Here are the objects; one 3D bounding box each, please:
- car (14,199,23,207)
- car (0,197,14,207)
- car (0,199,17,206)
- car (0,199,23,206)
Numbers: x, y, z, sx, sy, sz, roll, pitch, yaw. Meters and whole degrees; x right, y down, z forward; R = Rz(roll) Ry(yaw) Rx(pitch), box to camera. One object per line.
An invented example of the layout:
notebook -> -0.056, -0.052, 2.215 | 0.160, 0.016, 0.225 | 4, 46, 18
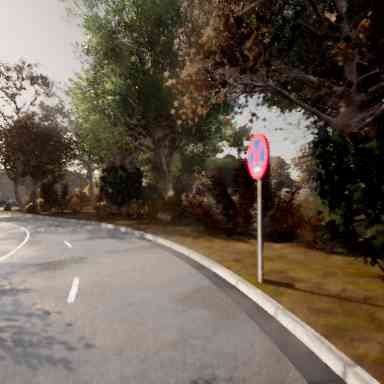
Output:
car -> -31.317, 2.192, 62.817 | 1.994, 1.385, 4.181 | -1, 0, -6
car -> -39.550, 1.971, 67.270 | 5.566, 2.045, 2.435 | 0, 0, -6
car -> -39.831, 2.279, 70.079 | 4.674, 1.452, 2.002 | -1, 0, -6
car -> -40.144, 2.255, 72.889 | 5.008, 1.535, 2.097 | 0, 0, -6
